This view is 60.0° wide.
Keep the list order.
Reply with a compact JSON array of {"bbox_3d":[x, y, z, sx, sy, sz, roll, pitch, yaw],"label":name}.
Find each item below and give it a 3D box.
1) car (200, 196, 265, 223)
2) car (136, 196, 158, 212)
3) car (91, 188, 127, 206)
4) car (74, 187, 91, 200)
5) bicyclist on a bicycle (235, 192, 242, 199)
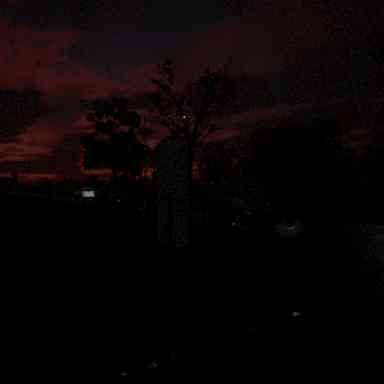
[{"bbox_3d":[2.547,1.073,21.776,1.882,1.535,5.008,-1,2,-35],"label":"car"},{"bbox_3d":[-3.261,1.065,30.146,1.895,1.301,4.718,-1,2,-35],"label":"car"},{"bbox_3d":[-9.746,0.537,39.491,2.150,2.045,5.566,-1,2,-35],"label":"car"},{"bbox_3d":[-18.462,0.230,57.019,2.150,2.045,5.566,-1,2,-35],"label":"car"},{"bbox_3d":[4.098,0.863,30.023,1.656,1.620,0.582,-1,1,-35],"label":"bicyclist on a bicycle"}]
